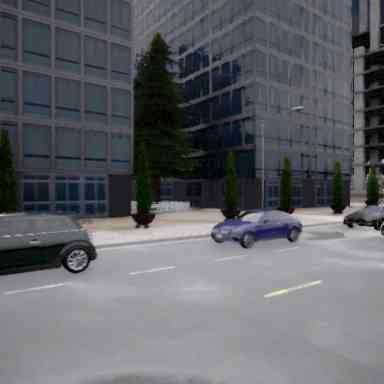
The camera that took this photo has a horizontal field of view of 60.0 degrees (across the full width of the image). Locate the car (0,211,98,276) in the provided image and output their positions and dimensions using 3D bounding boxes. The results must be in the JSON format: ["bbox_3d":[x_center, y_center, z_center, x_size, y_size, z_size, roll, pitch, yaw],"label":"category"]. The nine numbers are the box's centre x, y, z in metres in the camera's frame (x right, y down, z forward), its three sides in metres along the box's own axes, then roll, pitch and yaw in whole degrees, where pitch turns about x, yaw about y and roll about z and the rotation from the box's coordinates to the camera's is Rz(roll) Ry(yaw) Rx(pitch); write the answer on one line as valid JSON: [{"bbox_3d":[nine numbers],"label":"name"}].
[{"bbox_3d":[-5.023,1.351,8.997,4.553,1.767,2.097,0,0,-35],"label":"car"}]

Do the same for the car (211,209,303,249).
[{"bbox_3d":[2.992,1.509,14.702,4.674,1.442,1.812,0,0,-35],"label":"car"}]

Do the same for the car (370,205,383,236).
[{"bbox_3d":[10.981,1.465,16.000,4.902,1.511,2.128,0,0,-35],"label":"car"}]

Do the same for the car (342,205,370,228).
[{"bbox_3d":[11.666,1.514,20.819,5.357,1.411,2.033,0,0,-35],"label":"car"}]
